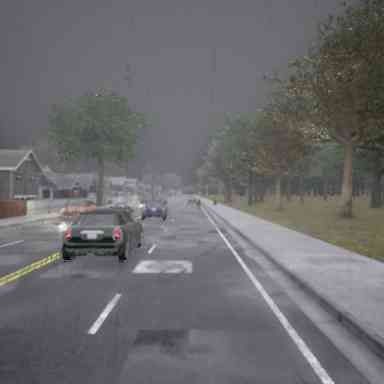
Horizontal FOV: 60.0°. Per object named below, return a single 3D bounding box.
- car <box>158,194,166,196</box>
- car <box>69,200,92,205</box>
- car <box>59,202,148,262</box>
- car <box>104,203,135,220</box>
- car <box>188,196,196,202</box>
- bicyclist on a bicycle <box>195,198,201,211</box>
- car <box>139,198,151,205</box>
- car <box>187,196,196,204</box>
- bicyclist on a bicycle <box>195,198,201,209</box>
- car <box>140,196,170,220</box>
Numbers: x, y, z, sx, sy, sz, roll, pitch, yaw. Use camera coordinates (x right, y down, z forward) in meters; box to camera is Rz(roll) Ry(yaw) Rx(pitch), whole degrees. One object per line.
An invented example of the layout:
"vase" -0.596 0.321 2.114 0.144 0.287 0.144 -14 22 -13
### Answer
"car" -6.508 1.556 71.675 2.150 2.045 5.566 0 0 0
"car" -9.849 1.503 29.150 2.097 1.767 4.553 0 0 0
"car" -3.152 1.418 12.609 2.097 1.767 4.553 0 0 0
"car" -6.600 1.723 30.651 1.994 1.385 4.181 0 0 0
"car" -0.010 1.825 85.075 1.837 1.490 4.892 0 0 0
"bicyclist on a bicycle" 0.889 1.668 41.312 0.582 1.620 1.656 0 -1 0
"car" -9.758 1.936 69.866 1.895 1.301 4.718 0 0 0
"car" -0.008 1.913 73.538 1.812 1.442 4.674 0 0 0
"bicyclist on a bicycle" 0.889 1.701 50.669 0.866 1.612 1.509 0 -1 0
"car" -3.152 1.506 29.610 2.097 1.767 4.553 0 0 0
